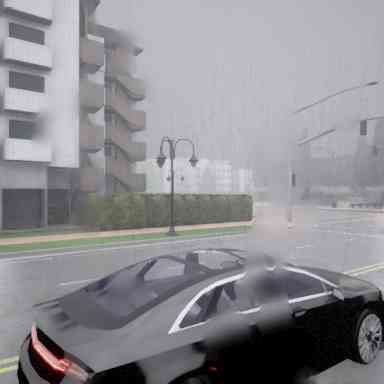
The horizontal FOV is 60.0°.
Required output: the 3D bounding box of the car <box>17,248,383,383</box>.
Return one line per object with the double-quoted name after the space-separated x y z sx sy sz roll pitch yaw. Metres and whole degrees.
0.582 1.491 4.174 4.902 1.511 2.128 0 0 -36 "car"
